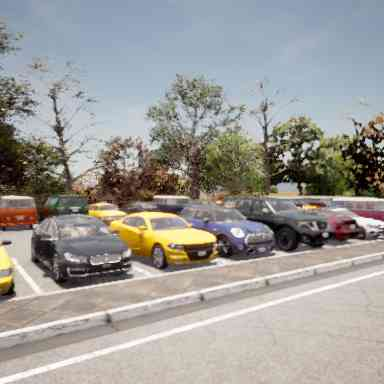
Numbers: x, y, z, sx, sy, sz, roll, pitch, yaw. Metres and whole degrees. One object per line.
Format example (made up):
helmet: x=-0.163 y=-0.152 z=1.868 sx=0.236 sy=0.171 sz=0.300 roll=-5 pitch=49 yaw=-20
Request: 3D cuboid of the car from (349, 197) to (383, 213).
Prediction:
car: x=25.159 y=1.726 z=46.227 sx=2.435 sy=2.045 sz=5.566 roll=2 pitch=-1 yaw=-35

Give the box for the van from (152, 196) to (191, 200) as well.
van: x=-1.876 y=1.307 z=27.132 sx=1.878 sy=1.987 sz=4.442 roll=1 pitch=0 yaw=-35

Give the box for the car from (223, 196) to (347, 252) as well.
car: x=3.374 y=1.256 z=14.633 sx=2.435 sy=2.045 sz=5.566 roll=1 pitch=0 yaw=-35

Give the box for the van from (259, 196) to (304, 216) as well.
van: x=9.402 y=1.430 z=35.172 sx=1.878 sy=1.987 sz=4.442 roll=1 pitch=0 yaw=-35

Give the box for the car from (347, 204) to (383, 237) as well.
car: x=7.875 y=1.596 z=17.880 sx=2.002 sy=1.452 sz=4.674 roll=1 pitch=0 yaw=-35

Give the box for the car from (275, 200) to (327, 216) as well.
car: x=11.832 y=1.678 z=36.534 sx=1.946 sy=1.575 sz=5.366 roll=1 pitch=0 yaw=-36

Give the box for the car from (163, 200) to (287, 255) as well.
car: x=1.081 y=1.359 z=13.072 sx=2.185 sy=1.767 sz=4.553 roll=1 pitch=0 yaw=-35

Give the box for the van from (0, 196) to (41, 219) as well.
van: x=-10.996 y=1.232 z=20.631 sx=1.878 sy=1.987 sz=4.442 roll=0 pitch=0 yaw=-35

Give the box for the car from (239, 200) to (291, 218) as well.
car: x=7.216 y=1.633 z=33.463 sx=2.231 sy=1.521 sz=4.892 roll=1 pitch=0 yaw=-35

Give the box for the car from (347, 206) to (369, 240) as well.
car: x=5.599 y=1.561 z=16.291 sx=2.163 sy=1.488 sz=4.792 roll=1 pitch=0 yaw=-35

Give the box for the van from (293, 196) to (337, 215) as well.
van: x=14.048 y=1.480 z=38.197 sx=1.878 sy=1.987 sz=4.442 roll=1 pitch=0 yaw=-35

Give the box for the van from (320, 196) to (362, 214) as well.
van: x=18.438 y=1.543 z=41.327 sx=1.878 sy=1.987 sz=4.442 roll=1 pitch=-1 yaw=-35

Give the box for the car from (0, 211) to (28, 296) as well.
car: x=-5.566 y=1.454 z=8.067 sx=1.946 sy=1.575 sz=5.366 roll=0 pitch=0 yaw=-35

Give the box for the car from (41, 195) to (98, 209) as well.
car: x=-8.589 y=1.215 z=22.237 sx=2.435 sy=2.045 sz=5.566 roll=0 pitch=0 yaw=-35

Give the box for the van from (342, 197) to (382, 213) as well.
van: x=22.819 y=1.682 z=44.737 sx=1.878 sy=1.987 sz=4.442 roll=2 pitch=-1 yaw=-35

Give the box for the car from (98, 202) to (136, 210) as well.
car: x=-6.212 y=1.482 z=23.670 sx=1.946 sy=1.575 sz=5.366 roll=0 pitch=0 yaw=-35

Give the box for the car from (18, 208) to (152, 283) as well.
car: x=-3.423 y=1.460 z=9.830 sx=2.231 sy=1.521 sz=4.892 roll=0 pitch=0 yaw=-35

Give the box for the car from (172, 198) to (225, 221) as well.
car: x=0.464 y=1.432 z=28.618 sx=2.185 sy=1.767 sz=4.553 roll=1 pitch=0 yaw=-35

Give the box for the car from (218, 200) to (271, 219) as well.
car: x=4.960 y=1.607 z=31.856 sx=2.097 sy=1.535 sz=5.008 roll=1 pitch=0 yaw=-35

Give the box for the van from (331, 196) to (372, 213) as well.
van: x=20.666 y=1.616 z=43.201 sx=1.878 sy=1.987 sz=4.442 roll=2 pitch=-1 yaw=-35

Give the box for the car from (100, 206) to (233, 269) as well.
car: x=-1.166 y=1.467 z=11.439 sx=2.097 sy=1.535 sz=5.008 roll=0 pitch=0 yaw=-35

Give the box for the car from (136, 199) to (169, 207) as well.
car: x=-4.063 y=1.509 z=25.422 sx=2.231 sy=1.521 sz=4.892 roll=1 pitch=0 yaw=-35

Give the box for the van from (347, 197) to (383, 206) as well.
van: x=10.071 y=1.355 z=19.585 sx=1.878 sy=1.987 sz=4.442 roll=1 pitch=0 yaw=-35

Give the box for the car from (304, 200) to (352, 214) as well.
car: x=16.231 y=1.730 z=39.903 sx=2.097 sy=1.535 sz=5.008 roll=1 pitch=0 yaw=-35

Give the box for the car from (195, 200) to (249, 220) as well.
car: x=2.602 y=1.581 z=30.175 sx=2.097 sy=1.535 sz=5.008 roll=1 pitch=0 yaw=-35
